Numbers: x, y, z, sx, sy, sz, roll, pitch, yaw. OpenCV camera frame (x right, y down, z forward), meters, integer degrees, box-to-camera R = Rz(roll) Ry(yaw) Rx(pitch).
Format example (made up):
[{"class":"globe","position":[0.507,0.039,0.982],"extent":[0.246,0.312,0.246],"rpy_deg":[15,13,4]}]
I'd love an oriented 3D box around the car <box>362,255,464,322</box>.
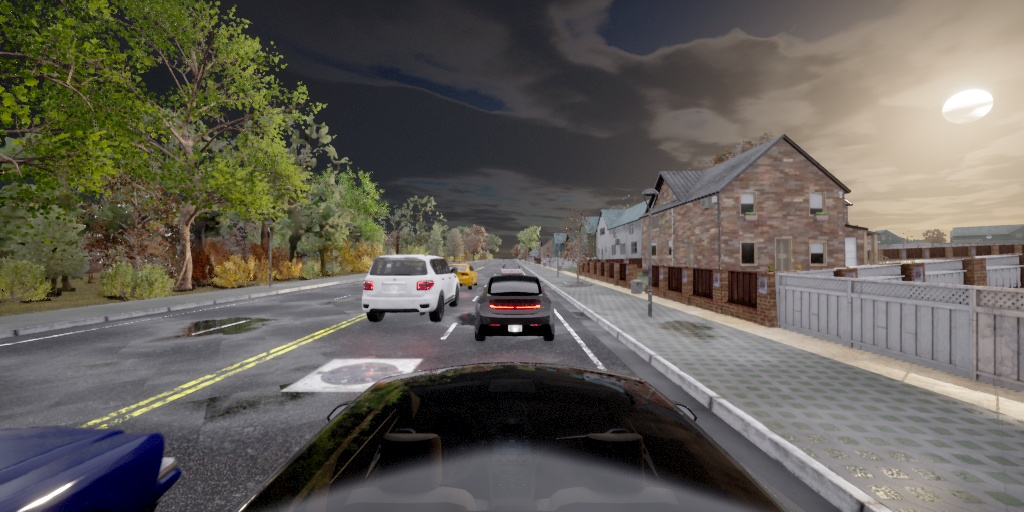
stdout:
[{"class":"car","position":[-3.211,0.976,12.412],"extent":[2.150,2.045,5.566],"rpy_deg":[0,0,0]}]

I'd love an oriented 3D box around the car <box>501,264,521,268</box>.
[{"class":"car","position":[-0.086,1.366,33.244],"extent":[1.895,1.301,4.718],"rpy_deg":[0,0,-2]}]

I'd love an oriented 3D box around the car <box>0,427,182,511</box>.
[{"class":"car","position":[-3.145,1.350,0.222],"extent":[1.895,1.301,4.718],"rpy_deg":[0,0,0]}]

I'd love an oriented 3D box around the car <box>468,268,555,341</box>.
[{"class":"car","position":[0.052,1.258,9.869],"extent":[1.837,1.490,4.892],"rpy_deg":[0,0,0]}]

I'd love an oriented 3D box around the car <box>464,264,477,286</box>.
[{"class":"car","position":[-3.308,1.237,22.828],"extent":[1.882,1.535,5.008],"rpy_deg":[0,0,0]}]

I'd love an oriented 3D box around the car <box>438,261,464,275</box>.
[{"class":"car","position":[-6.827,1.319,40.751],"extent":[2.033,1.411,5.357],"rpy_deg":[0,0,0]}]
